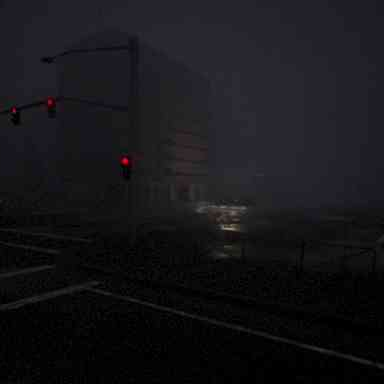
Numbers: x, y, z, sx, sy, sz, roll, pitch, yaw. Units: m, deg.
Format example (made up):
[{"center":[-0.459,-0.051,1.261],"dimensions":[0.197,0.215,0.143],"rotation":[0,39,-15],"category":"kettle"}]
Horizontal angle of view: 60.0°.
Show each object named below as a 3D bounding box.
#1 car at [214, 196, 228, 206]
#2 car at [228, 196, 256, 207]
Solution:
[{"center":[5.186,1.404,51.779],"dimensions":[1.812,1.442,4.674],"rotation":[0,0,35],"category":"car"},{"center":[7.817,1.372,49.433],"dimensions":[1.882,1.535,5.008],"rotation":[0,0,35],"category":"car"}]
